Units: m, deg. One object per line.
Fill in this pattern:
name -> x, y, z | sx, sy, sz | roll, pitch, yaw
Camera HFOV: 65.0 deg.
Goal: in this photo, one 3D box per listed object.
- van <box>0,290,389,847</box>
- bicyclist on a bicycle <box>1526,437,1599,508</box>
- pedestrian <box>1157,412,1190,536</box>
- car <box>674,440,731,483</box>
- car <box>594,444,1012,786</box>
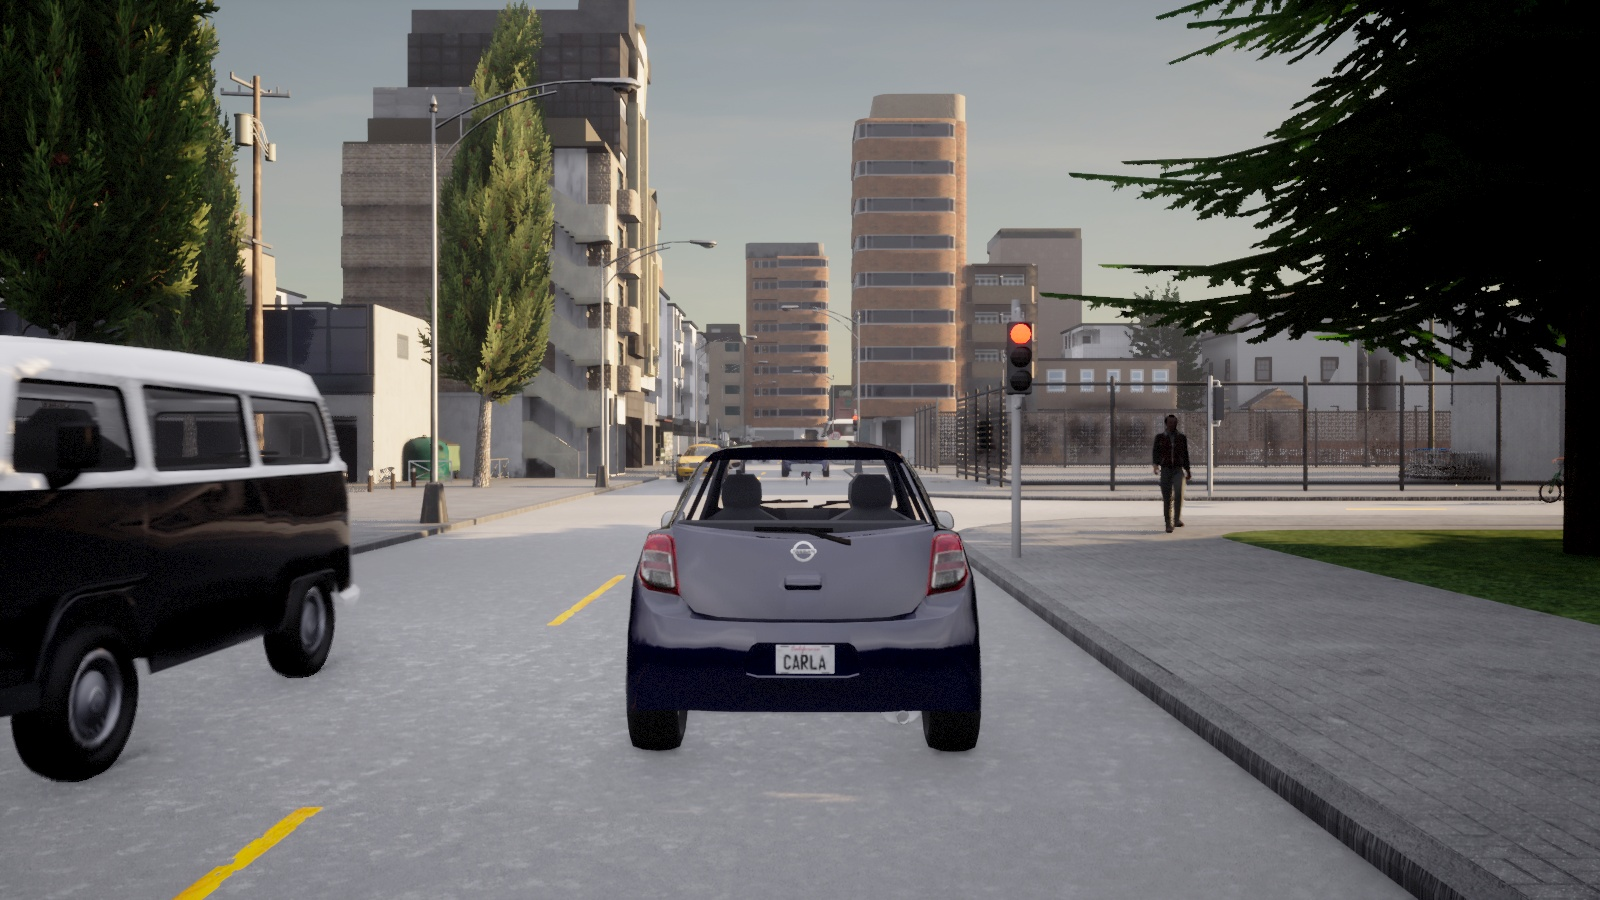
van -> -3.953, 0.431, 6.654 | 2.069, 2.038, 4.480 | 0, 0, 0
bicyclist on a bicycle -> 18.390, 0.526, 30.007 | 1.509, 1.612, 0.866 | 3, 0, 0
pedestrian -> 5.660, 0.353, 19.053 | 0.376, 1.854, 0.720 | 0, 0, 8
car -> -3.769, 0.404, 49.318 | 1.801, 1.575, 5.366 | 0, 0, 0
car -> 0.036, 0.719, 7.361 | 1.845, 1.501, 3.633 | 0, 0, 1
